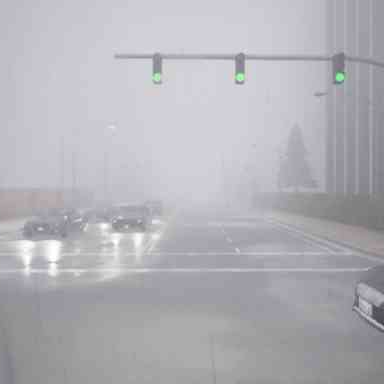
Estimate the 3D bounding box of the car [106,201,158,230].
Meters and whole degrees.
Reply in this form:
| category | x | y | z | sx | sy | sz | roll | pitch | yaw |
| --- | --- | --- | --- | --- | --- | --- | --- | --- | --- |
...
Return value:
| category | x | y | z | sx | sy | sz | roll | pitch | yaw |
| --- | --- | --- | --- | --- | --- | --- | --- | --- | --- |
| car | -3.594 | 1.515 | 20.969 | 2.033 | 1.411 | 5.357 | 0 | 0 | 0 |

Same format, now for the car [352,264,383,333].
| category | x | y | z | sx | sy | sz | roll | pitch | yaw |
| --- | --- | --- | --- | --- | --- | --- | --- | --- | --- |
| car | 5.078 | 1.482 | 5.043 | 4.902 | 1.511 | 2.128 | 0 | 0 | 0 |

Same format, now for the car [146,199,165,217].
| category | x | y | z | sx | sy | sz | roll | pitch | yaw |
| --- | --- | --- | --- | --- | --- | --- | --- | --- | --- |
| car | -3.581 | 1.431 | 30.594 | 2.128 | 1.511 | 4.902 | 0 | 0 | 0 |

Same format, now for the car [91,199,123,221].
| category | x | y | z | sx | sy | sz | roll | pitch | yaw |
| --- | --- | --- | --- | --- | --- | --- | --- | --- | --- |
| car | -7.091 | 1.480 | 26.298 | 1.812 | 1.442 | 4.674 | 0 | 0 | 0 |

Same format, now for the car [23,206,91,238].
| category | x | y | z | sx | sy | sz | roll | pitch | yaw |
| --- | --- | --- | --- | --- | --- | --- | --- | --- | --- |
| car | -7.100 | 1.544 | 17.543 | 1.994 | 1.385 | 4.181 | 0 | 0 | -1 |

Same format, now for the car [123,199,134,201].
| category | x | y | z | sx | sy | sz | roll | pitch | yaw |
| --- | --- | --- | --- | --- | --- | --- | --- | --- | --- |
| car | -7.051 | 1.451 | 36.087 | 1.812 | 1.442 | 4.674 | 0 | 0 | 0 |
